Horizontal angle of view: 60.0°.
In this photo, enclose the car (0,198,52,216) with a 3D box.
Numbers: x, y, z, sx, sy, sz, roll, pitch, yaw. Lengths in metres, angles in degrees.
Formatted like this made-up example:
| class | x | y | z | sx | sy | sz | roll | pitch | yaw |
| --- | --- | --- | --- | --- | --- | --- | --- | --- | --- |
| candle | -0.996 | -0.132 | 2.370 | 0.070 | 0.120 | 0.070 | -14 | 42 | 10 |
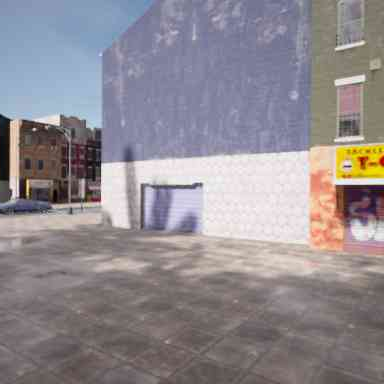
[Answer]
| class | x | y | z | sx | sy | sz | roll | pitch | yaw |
| --- | --- | --- | --- | --- | --- | --- | --- | --- | --- |
| car | -15.582 | 1.302 | 30.371 | 2.033 | 1.411 | 5.357 | 1 | 1 | 35 |
